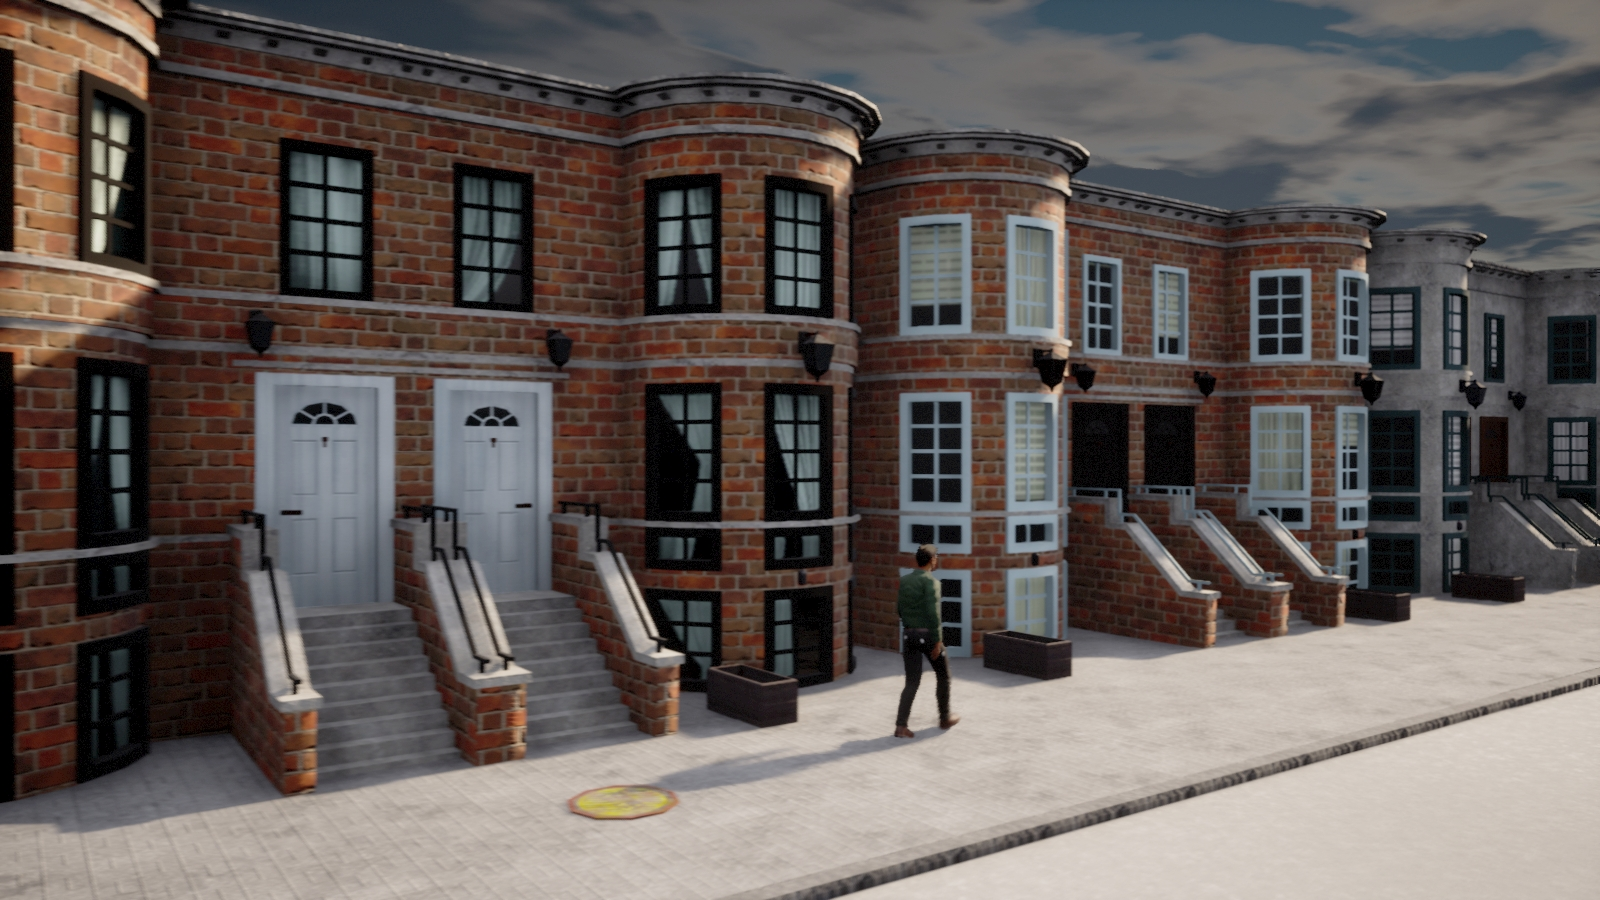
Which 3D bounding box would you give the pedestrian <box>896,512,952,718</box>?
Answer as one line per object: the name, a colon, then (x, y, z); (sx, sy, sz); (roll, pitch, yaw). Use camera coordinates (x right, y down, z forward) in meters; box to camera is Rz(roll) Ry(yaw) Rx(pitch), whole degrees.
pedestrian: (1.163, 1.524, 10.721); (0.375, 1.860, 0.375); (0, 0, -44)
